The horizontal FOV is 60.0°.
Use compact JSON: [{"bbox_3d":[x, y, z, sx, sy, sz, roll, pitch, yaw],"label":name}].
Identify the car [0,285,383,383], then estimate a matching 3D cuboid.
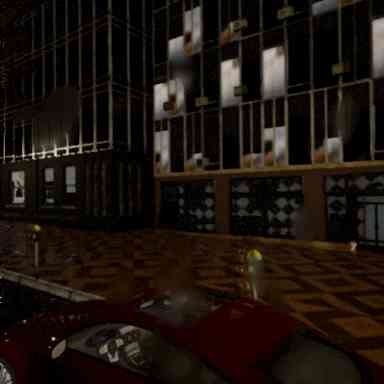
[{"bbox_3d":[-0.230,1.570,3.055,4.206,1.307,1.802,0,-1,36],"label":"car"}]
